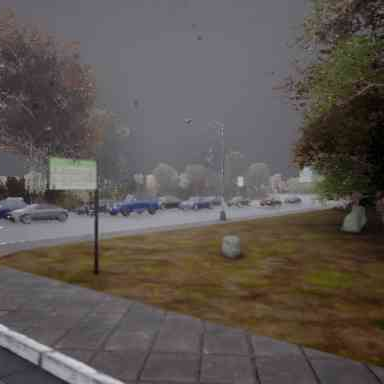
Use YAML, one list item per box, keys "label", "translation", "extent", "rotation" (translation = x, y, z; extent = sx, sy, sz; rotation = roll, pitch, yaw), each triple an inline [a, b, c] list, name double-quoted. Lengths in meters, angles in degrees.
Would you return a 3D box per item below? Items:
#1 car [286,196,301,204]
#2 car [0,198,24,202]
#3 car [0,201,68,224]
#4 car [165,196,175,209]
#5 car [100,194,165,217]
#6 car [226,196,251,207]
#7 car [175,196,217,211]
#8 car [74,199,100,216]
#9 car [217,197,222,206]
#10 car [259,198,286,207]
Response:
- label: "car"
  translation: [17.223, 1.346, 56.899]
  extent: [2.033, 1.411, 5.357]
  rotation: [0, 0, 31]
- label: "car"
  translation: [-14.992, 1.331, 25.782]
  extent: [2.097, 1.767, 4.553]
  rotation: [0, 0, 39]
- label: "car"
  translation: [-11.421, 1.545, 24.641]
  extent: [1.994, 1.385, 4.181]
  rotation: [0, 0, 39]
- label: "car"
  translation: [-3.291, 1.299, 40.536]
  extent: [2.097, 1.767, 4.553]
  rotation: [0, 0, 38]
- label: "car"
  translation: [-5.584, 1.194, 31.944]
  extent: [2.150, 2.045, 5.566]
  rotation: [0, 0, 39]
- label: "car"
  translation: [6.783, 1.391, 48.013]
  extent: [1.837, 1.490, 4.892]
  rotation: [0, 0, 36]
- label: "car"
  translation: [0.519, 1.295, 39.739]
  extent: [2.097, 1.767, 4.553]
  rotation: [0, 0, 37]
- label: "car"
  translation: [-9.283, 1.478, 32.924]
  extent: [1.837, 1.490, 4.892]
  rotation: [0, 0, 39]
- label: "car"
  translation: [2.753, 1.401, 48.463]
  extent: [1.837, 1.490, 4.892]
  rotation: [0, 0, 37]
- label: "car"
  translation: [11.532, 1.469, 48.449]
  extent: [1.895, 1.301, 4.718]
  rotation: [0, 0, 35]
